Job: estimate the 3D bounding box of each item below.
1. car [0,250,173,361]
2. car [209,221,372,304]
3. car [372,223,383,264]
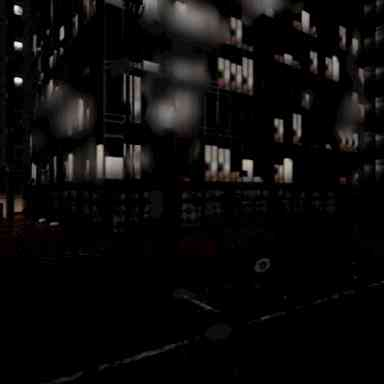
[{"bbox_3d":[-2.272,1.591,4.947,4.206,1.307,1.802,1,-1,-35],"label":"car"},{"bbox_3d":[2.356,1.506,8.248,4.097,1.590,1.967,1,-1,-35],"label":"car"},{"bbox_3d":[6.846,1.646,11.447,4.829,1.417,1.752,1,-1,-35],"label":"car"}]
